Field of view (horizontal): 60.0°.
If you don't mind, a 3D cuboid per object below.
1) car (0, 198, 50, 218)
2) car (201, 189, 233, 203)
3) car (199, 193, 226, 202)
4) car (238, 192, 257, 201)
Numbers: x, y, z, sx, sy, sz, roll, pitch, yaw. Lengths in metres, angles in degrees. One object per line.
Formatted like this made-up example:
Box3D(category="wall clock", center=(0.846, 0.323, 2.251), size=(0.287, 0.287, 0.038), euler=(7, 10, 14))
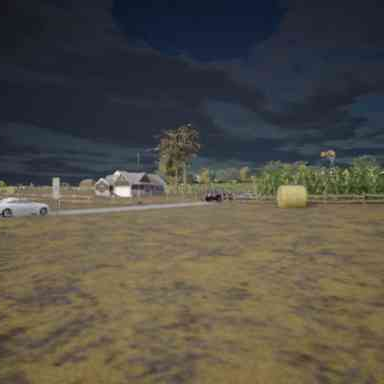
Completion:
Box3D(category="car", center=(-13.695, 1.210, 26.398), size=(1.812, 1.442, 4.674), euler=(-2, 0, 35))
Box3D(category="car", center=(4.156, 0.582, 51.400), size=(2.150, 2.045, 5.566), euler=(-2, 0, 37))
Box3D(category="car", center=(3.434, 0.886, 55.224), size=(2.128, 1.511, 4.902), euler=(-2, 0, 36))
Box3D(category="car", center=(10.106, 0.791, 59.823), size=(2.033, 1.411, 5.357), euler=(-2, 0, 35))
